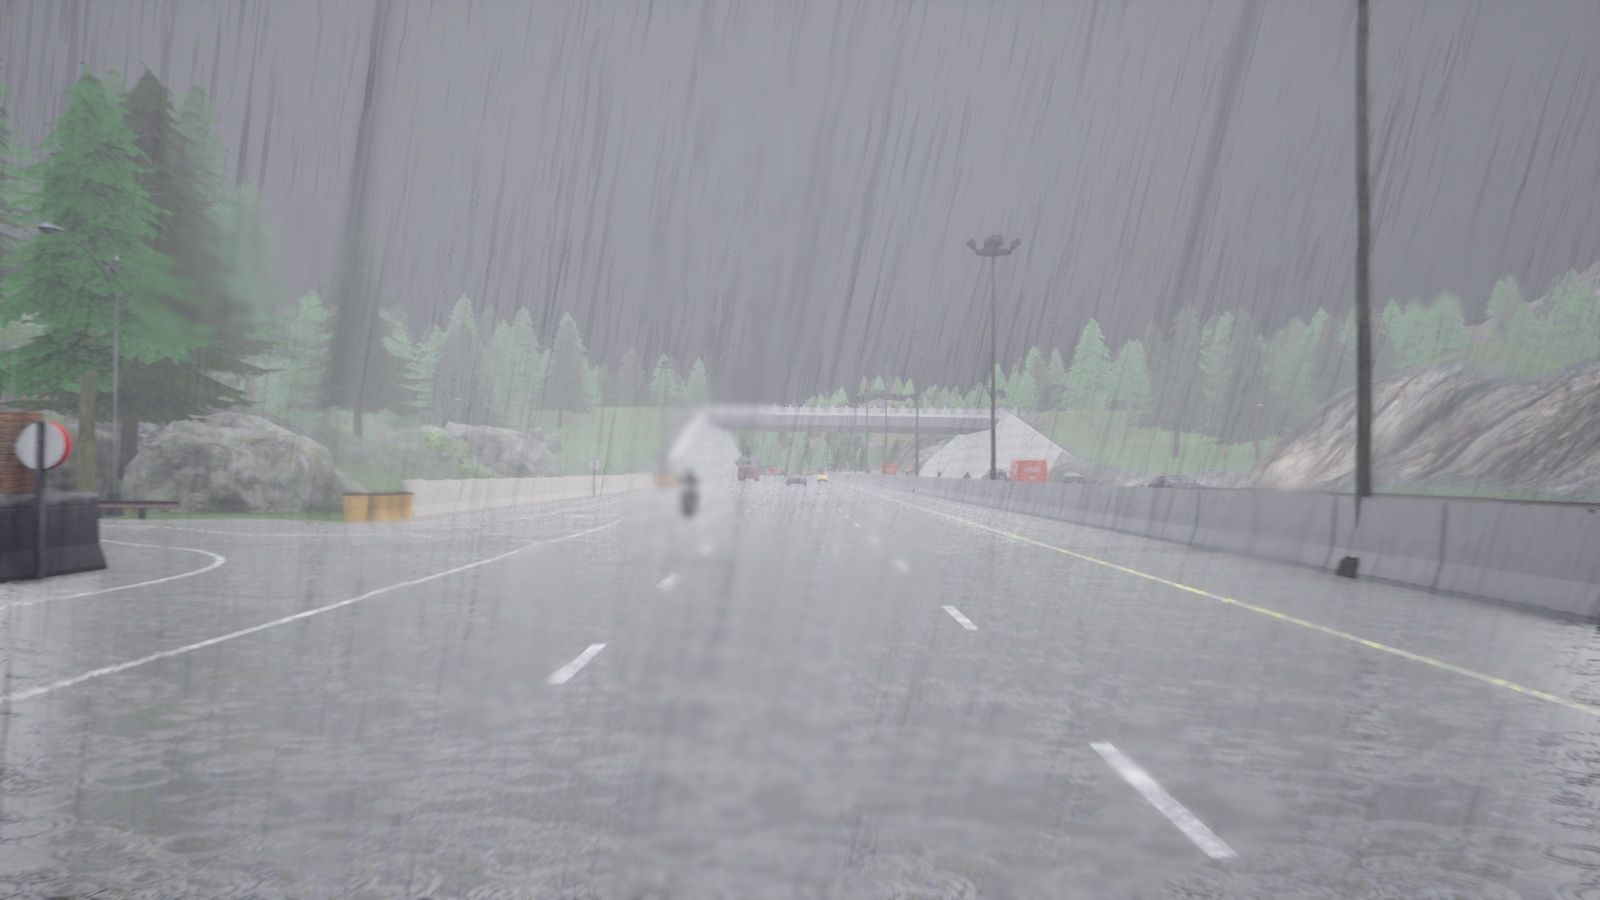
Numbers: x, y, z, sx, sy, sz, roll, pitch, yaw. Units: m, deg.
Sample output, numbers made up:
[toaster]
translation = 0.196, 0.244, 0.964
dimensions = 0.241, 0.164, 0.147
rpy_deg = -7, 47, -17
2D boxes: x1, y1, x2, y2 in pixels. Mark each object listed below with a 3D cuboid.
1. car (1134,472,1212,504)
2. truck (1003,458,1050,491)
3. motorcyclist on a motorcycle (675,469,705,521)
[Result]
[car]
translation = 17.359, 1.753, 58.781
dimensions = 2.033, 1.411, 5.357
rpy_deg = 0, -1, 0
[truck]
translation = 17.267, 1.828, 95.819
dimensions = 2.627, 2.467, 5.204
rpy_deg = 0, -1, 0
[motorcyclist on a motorcycle]
translation = -3.599, 1.452, 41.182
dimensions = 0.766, 1.649, 2.350
rpy_deg = 0, -1, 0
